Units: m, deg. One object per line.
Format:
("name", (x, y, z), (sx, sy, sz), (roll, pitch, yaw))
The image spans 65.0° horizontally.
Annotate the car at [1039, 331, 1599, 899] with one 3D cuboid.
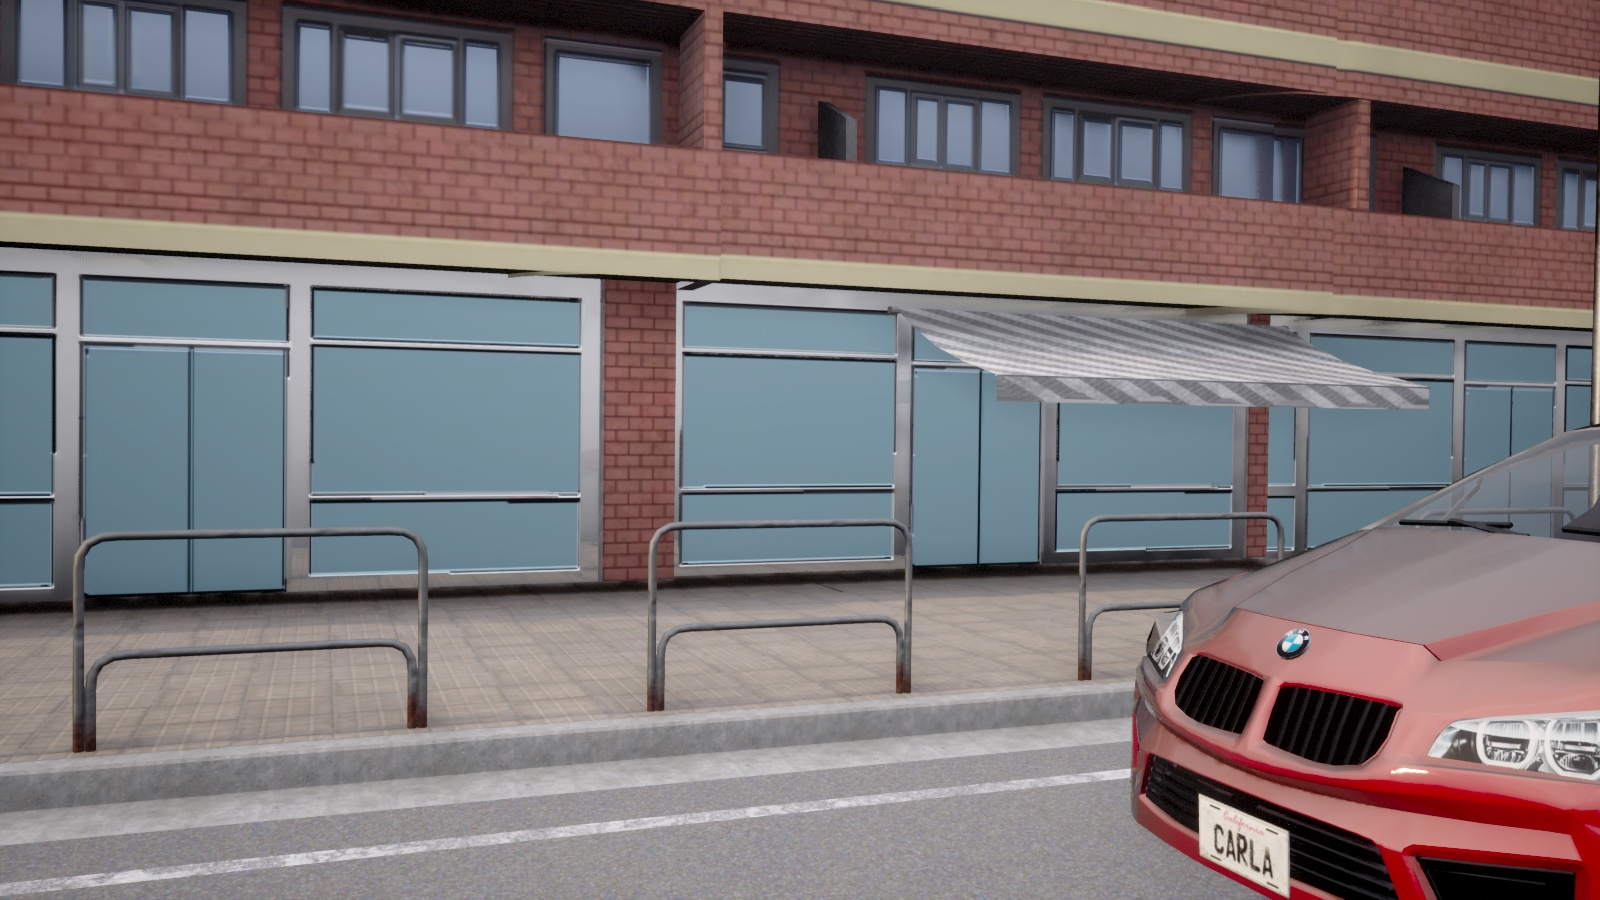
("car", (3.469, 0.531, 4.556), (4.611, 1.667, 2.242), (-1, 1, -21))
